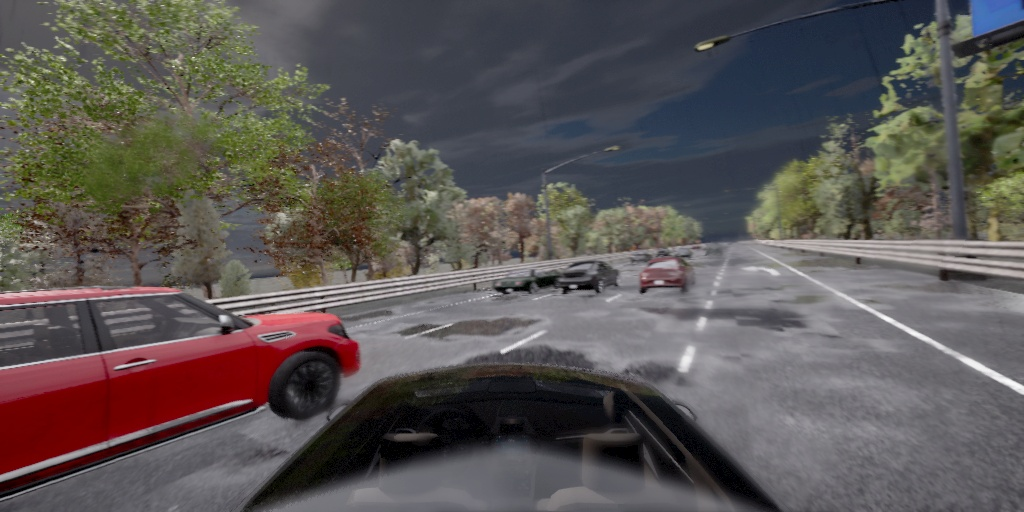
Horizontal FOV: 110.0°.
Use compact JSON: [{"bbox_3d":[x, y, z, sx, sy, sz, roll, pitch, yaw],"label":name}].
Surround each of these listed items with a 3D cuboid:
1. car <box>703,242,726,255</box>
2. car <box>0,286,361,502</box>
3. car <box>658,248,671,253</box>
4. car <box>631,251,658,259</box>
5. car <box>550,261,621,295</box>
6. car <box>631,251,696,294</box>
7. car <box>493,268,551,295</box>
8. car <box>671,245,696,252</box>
[{"bbox_3d":[29.883,-1.083,52.839,2.097,1.767,4.553,-5,0,32],"label":"car"},{"bbox_3d":[-4.602,1.344,3.971,2.150,2.045,5.566,-5,0,32],"label":"car"},{"bbox_3d":[24.040,-0.446,56.647,1.837,1.490,4.892,-5,0,32],"label":"car"},{"bbox_3d":[15.598,0.137,43.068,2.128,1.511,4.902,-5,0,32],"label":"car"},{"bbox_3d":[3.931,0.987,17.677,1.837,1.490,4.892,-5,0,32],"label":"car"},{"bbox_3d":[6.863,0.765,15.781,1.812,1.442,4.674,-5,0,32],"label":"car"},{"bbox_3d":[1.026,1.320,19.598,1.895,1.301,4.718,-5,0,32],"label":"car"},{"bbox_3d":[23.816,-0.408,49.673,1.994,1.385,4.181,-5,0,32],"label":"car"}]
